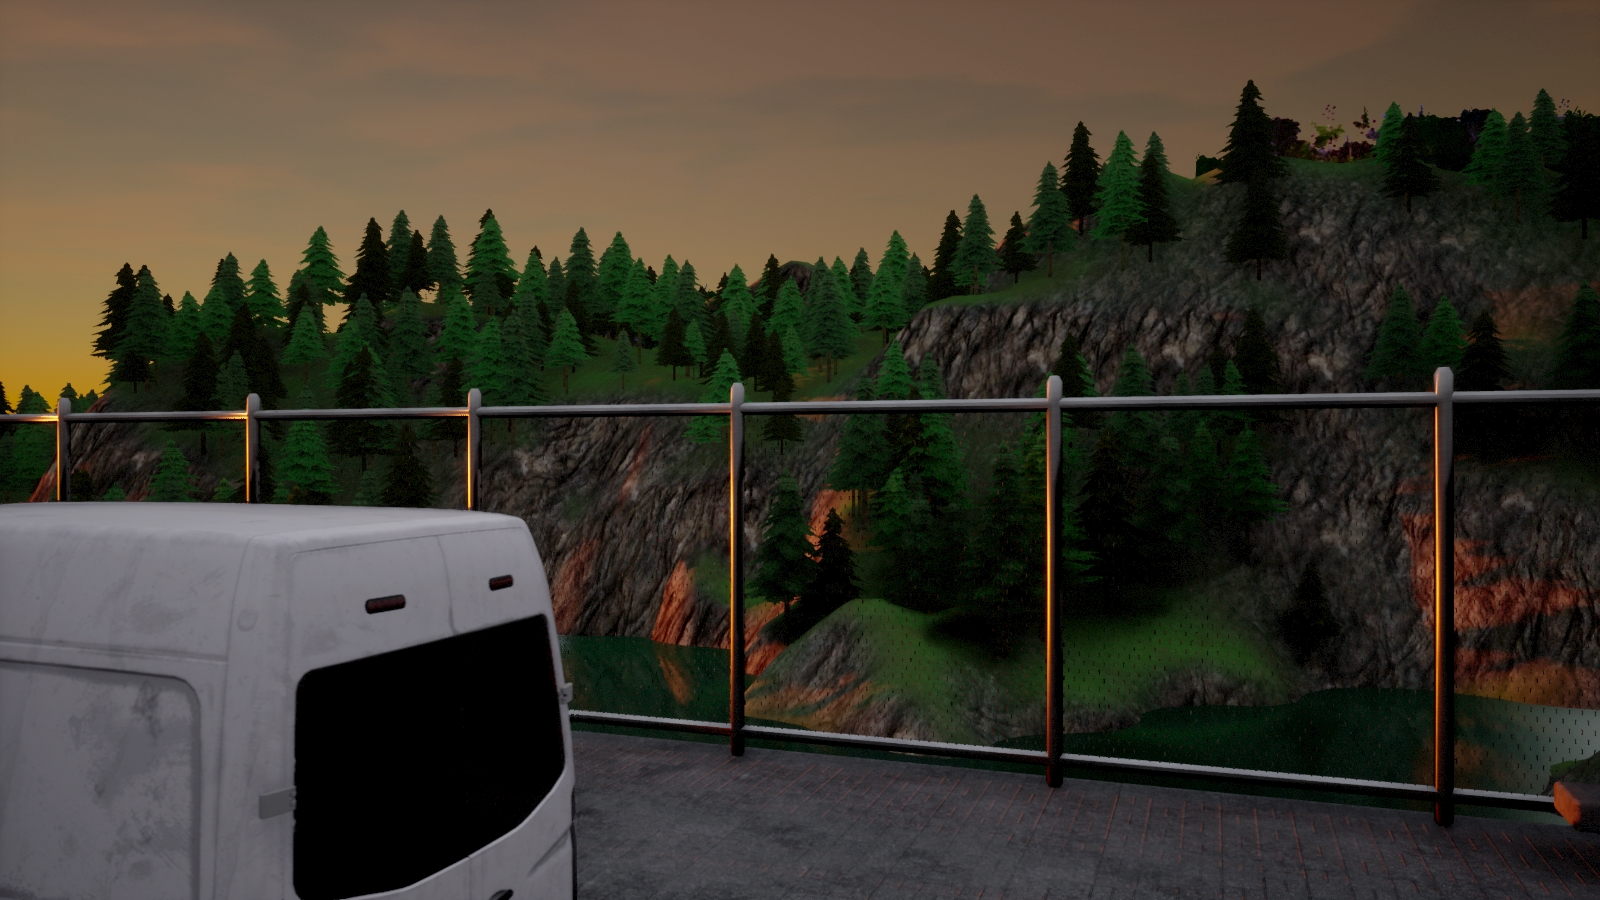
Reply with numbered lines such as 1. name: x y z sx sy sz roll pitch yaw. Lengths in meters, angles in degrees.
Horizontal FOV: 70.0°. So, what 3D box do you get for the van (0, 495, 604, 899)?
1. van: -4.016 1.537 5.290 5.915 2.561 1.988 0 0 20
